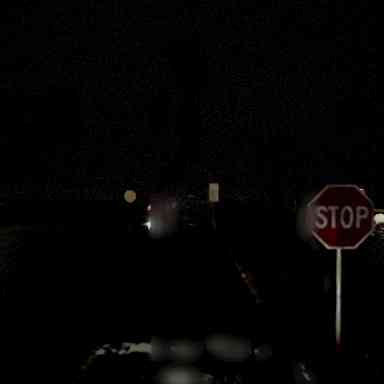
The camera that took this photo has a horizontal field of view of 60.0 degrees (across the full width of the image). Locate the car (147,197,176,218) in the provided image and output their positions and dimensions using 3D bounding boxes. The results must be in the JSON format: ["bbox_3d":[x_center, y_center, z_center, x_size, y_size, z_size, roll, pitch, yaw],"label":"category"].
[{"bbox_3d":[-2.775,1.326,29.453,2.097,1.767,4.553,0,0,-1],"label":"car"}]

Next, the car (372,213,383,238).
[{"bbox_3d":[10.689,1.450,16.619,4.674,1.442,1.812,0,1,5],"label":"car"}]

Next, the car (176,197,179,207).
[{"bbox_3d":[-2.820,1.562,38.782,1.895,1.301,4.718,0,0,0],"label":"car"}]

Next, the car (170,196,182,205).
[{"bbox_3d":[-2.775,1.493,58.947,1.994,1.385,4.181,0,0,0],"label":"car"}]

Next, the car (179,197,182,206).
[{"bbox_3d":[-2.797,1.547,48.872,1.895,1.301,4.718,0,0,0],"label":"car"}]

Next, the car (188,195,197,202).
[{"bbox_3d":[0.048,1.404,71.787,1.837,1.490,4.892,0,0,0],"label":"car"}]
